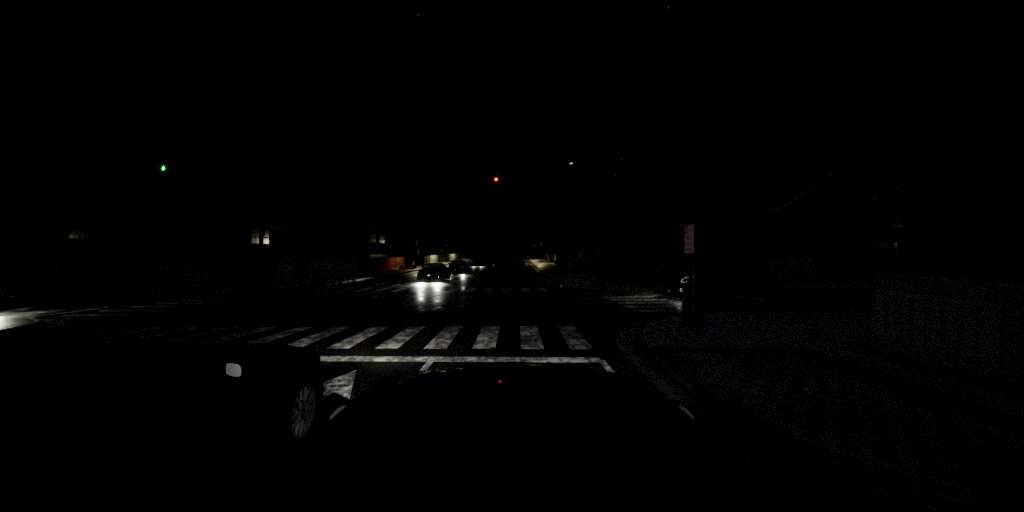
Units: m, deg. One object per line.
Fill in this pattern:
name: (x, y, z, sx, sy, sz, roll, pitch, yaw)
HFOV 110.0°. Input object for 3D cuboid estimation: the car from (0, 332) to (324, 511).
car: (-3.152, 1.227, 2.210, 1.882, 1.535, 5.008, 0, 0, 1)

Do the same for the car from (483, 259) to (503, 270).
car: (-2.335, 1.095, 48.161, 1.994, 1.385, 4.181, 0, 1, 1)

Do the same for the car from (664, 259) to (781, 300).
car: (9.457, 1.019, 16.433, 4.553, 1.767, 2.097, 0, 0, 1)

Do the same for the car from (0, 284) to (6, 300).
car: (-23.174, 1.141, 13.779, 5.566, 2.045, 2.150, 0, 0, 4)

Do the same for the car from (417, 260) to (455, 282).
car: (-6.126, 1.250, 28.503, 1.994, 1.385, 4.181, 0, 0, 1)

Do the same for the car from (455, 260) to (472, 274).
car: (-5.931, 1.156, 39.830, 1.812, 1.442, 4.674, 0, 0, 1)

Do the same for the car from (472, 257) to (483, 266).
car: (-5.528, 0.893, 59.250, 2.033, 1.411, 5.357, 0, 1, 2)
